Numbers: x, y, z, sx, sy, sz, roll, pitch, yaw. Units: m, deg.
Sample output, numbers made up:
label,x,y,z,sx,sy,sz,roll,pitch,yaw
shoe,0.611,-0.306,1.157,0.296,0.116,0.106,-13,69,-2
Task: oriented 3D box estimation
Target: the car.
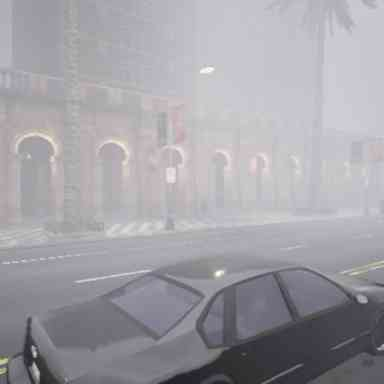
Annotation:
label,x,y,z,sx,sy,sz,roll,pitch,yaw
car,0.729,1.535,4.267,5.357,1.411,2.033,0,0,-36
